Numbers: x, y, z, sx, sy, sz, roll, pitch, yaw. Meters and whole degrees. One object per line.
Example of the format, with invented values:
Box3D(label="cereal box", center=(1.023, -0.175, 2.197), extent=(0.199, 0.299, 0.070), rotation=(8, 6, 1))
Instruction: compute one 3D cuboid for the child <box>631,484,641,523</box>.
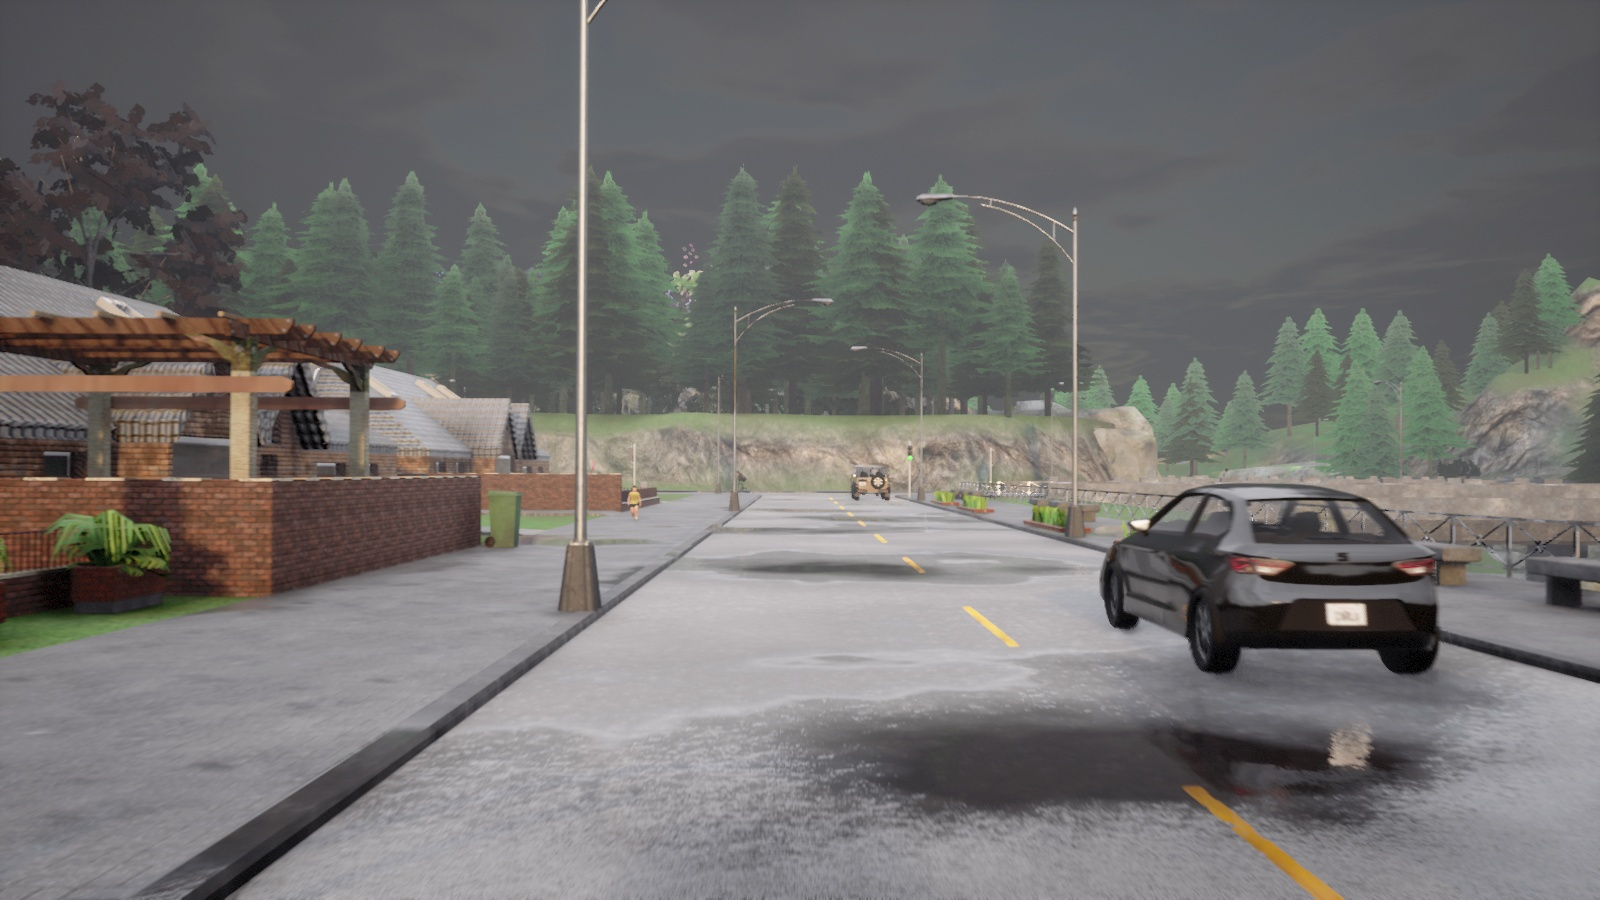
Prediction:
Box3D(label="child", center=(-4.735, 1.530, 36.240), extent=(0.255, 1.110, 0.394), rotation=(0, -1, -2))

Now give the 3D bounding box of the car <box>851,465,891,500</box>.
Box3D(label="car", center=(3.838, 1.763, 68.568), extent=(1.932, 1.855, 4.605), rotation=(0, -1, 0))

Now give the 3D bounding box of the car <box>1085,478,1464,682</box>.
Box3D(label="car", center=(3.974, 1.002, 11.347), extent=(1.816, 1.474, 4.193), rotation=(0, -1, 0))

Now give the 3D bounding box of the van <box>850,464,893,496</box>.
Box3D(label="van", center=(4.613, 1.896, 80.499), extent=(1.775, 1.987, 4.442), rotation=(-1, -1, 16))
